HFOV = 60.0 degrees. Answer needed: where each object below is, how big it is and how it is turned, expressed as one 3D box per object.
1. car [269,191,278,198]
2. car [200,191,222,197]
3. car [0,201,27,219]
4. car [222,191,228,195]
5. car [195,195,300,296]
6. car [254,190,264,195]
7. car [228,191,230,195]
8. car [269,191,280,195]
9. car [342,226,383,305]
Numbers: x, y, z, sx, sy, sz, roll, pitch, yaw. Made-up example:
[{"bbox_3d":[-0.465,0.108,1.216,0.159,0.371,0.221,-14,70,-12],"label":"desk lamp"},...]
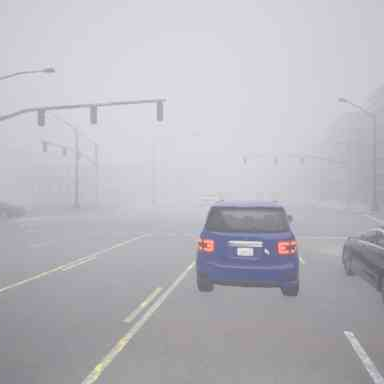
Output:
[{"bbox_3d":[20.711,0.546,84.965,2.097,1.767,4.553,0,1,11],"label":"car"},{"bbox_3d":[2.489,1.075,47.462,2.150,2.045,5.566,0,1,11],"label":"car"},{"bbox_3d":[-16.873,1.503,28.918,4.892,1.490,1.837,0,0,10],"label":"car"},{"bbox_3d":[4.515,0.921,57.649,2.150,2.045,5.566,0,1,11],"label":"car"},{"bbox_3d":[1.511,1.221,8.911,2.150,2.045,5.566,0,0,11],"label":"car"},{"bbox_3d":[15.261,0.899,75.459,1.994,1.385,4.181,0,1,11],"label":"car"},{"bbox_3d":[6.615,0.736,67.889,2.150,2.045,5.566,0,1,12],"label":"car"},{"bbox_3d":[18.732,0.875,74.962,2.128,1.511,4.902,0,1,11],"label":"car"},{"bbox_3d":[4.779,1.491,7.389,2.128,1.511,4.902,0,0,11],"label":"car"}]
